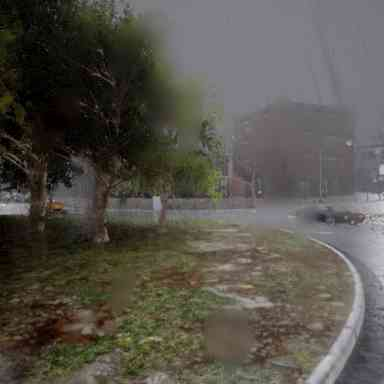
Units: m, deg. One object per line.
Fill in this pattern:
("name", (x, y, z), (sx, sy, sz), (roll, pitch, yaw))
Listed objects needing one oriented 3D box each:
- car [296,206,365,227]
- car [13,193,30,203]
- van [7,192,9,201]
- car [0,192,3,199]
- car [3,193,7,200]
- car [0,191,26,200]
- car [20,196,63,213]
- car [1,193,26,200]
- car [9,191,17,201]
("car", (9.325, 1.598, 22.997), (1.895, 1.301, 4.718), (0, 0, -21))
("car", (-30.202, 1.354, 62.239), (4.792, 1.488, 2.163), (0, 0, -37))
("van", (-35.236, 1.029, 68.890), (4.442, 1.987, 1.878), (0, 1, -37))
("car", (-40.111, 1.149, 75.660), (5.008, 1.535, 2.097), (0, 1, -37))
("car", (-38.353, 1.062, 73.347), (4.553, 1.767, 2.185), (0, 1, -37))
("car", (-43.314, 0.825, 80.044), (5.566, 2.045, 2.435), (0, 1, -37))
("car", (-16.599, 1.472, 37.266), (5.008, 1.535, 1.882), (0, 1, 32))
("car", (-41.682, 1.114, 77.800), (4.892, 1.521, 2.231), (0, 1, -37))
("car", (-33.387, 1.157, 66.642), (4.553, 1.767, 2.185), (0, 1, -37))
